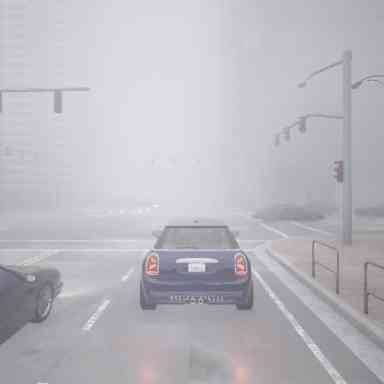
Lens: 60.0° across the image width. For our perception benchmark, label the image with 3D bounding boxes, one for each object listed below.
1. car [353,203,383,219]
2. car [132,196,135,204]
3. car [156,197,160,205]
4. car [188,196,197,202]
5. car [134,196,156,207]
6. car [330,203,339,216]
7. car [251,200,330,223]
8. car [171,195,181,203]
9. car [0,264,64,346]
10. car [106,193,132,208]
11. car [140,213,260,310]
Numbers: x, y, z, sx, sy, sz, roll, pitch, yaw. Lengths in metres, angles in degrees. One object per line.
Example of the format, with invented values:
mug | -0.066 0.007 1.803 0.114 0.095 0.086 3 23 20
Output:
car | 16.500 1.601 28.615 4.718 1.301 1.895 0 0 1
car | -10.485 1.505 58.067 1.837 1.490 4.892 0 0 0
car | -6.976 1.601 60.345 1.895 1.301 4.718 0 0 0
car | 0.117 1.553 72.611 1.994 1.385 4.181 0 0 0
car | -7.017 1.564 50.385 1.994 1.385 4.181 0 0 0
car | 11.705 1.526 32.157 4.674 1.442 1.812 0 0 1
car | 7.061 1.547 24.997 5.357 1.411 2.033 0 0 0
car | -3.359 1.478 71.255 1.882 1.535 5.008 0 0 0
car | -3.414 1.547 4.121 2.033 1.411 5.357 0 0 -1
car | -10.522 1.352 48.122 2.097 1.767 4.553 0 0 0
car | 0.092 1.352 7.980 2.097 1.767 4.553 0 0 0
